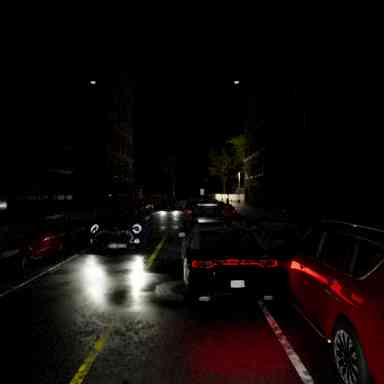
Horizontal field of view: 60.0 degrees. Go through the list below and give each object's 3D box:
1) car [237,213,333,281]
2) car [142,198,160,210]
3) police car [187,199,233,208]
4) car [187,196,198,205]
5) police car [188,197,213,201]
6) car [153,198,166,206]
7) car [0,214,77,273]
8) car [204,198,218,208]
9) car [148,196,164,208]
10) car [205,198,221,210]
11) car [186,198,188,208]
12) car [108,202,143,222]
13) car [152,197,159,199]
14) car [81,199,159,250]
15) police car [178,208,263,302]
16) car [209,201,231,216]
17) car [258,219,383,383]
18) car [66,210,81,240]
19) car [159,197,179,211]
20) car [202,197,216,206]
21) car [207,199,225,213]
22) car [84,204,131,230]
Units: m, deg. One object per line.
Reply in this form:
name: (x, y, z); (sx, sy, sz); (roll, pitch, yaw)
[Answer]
car: (2.655, 1.525, 10.723); (1.752, 1.417, 4.829); (0, 0, 0)
car: (-5.292, 1.535, 43.509); (1.752, 1.417, 4.829); (0, 0, 0)
police car: (0.864, 1.425, 18.518); (1.930, 1.638, 5.238); (0, 0, 0)
car: (0.134, 1.548, 59.779); (1.812, 1.442, 4.674); (0, 0, 0)
police car: (0.878, 1.426, 24.518); (1.930, 1.638, 5.238); (0, 0, 0)
car: (-5.266, 1.600, 54.717); (1.802, 1.307, 4.206); (0, 0, 0)
car: (-5.366, 1.582, 10.567); (1.802, 1.307, 4.206); (0, 0, 0)
car: (2.747, 1.596, 49.182); (1.802, 1.307, 4.206); (0, 0, 0)
car: (-5.279, 1.454, 49.198); (1.967, 1.590, 4.097); (0, 0, 0)
car: (2.734, 1.554, 43.664); (1.887, 1.381, 4.507); (0, 0, 0)
car: (0.105, 1.612, 45.620); (1.895, 1.301, 4.718); (0, 0, 0)
car: (-5.328, 1.567, 27.124); (1.947, 1.339, 4.313); (0, 0, 0)
car: (-5.304, 1.446, 38.161); (1.967, 1.590, 4.097); (0, 0, 0)
car: (-2.818, 1.352, 14.192); (2.097, 1.767, 4.553); (0, 0, 0)
police car: (0.693, 1.425, 8.482); (1.930, 1.638, 5.238); (0, 0, -3)
car: (2.709, 1.584, 32.627); (1.802, 1.307, 4.206); (0, 0, 0)
car: (2.646, 1.315, 5.036); (2.192, 1.841, 5.009); (0, 0, 0)
car: (-5.354, 1.551, 16.086); (2.008, 1.369, 4.403); (0, 0, 0)
car: (-2.659, 1.512, 39.968); (1.837, 1.490, 4.892); (0, 0, 0)
car: (2.759, 1.584, 54.700); (1.947, 1.339, 4.313); (0, 0, 0)
car: (2.722, 1.531, 38.316); (1.752, 1.417, 4.829); (0, 0, 0)
car: (-5.341, 1.545, 21.605); (1.887, 1.381, 4.507); (0, 0, 0)
